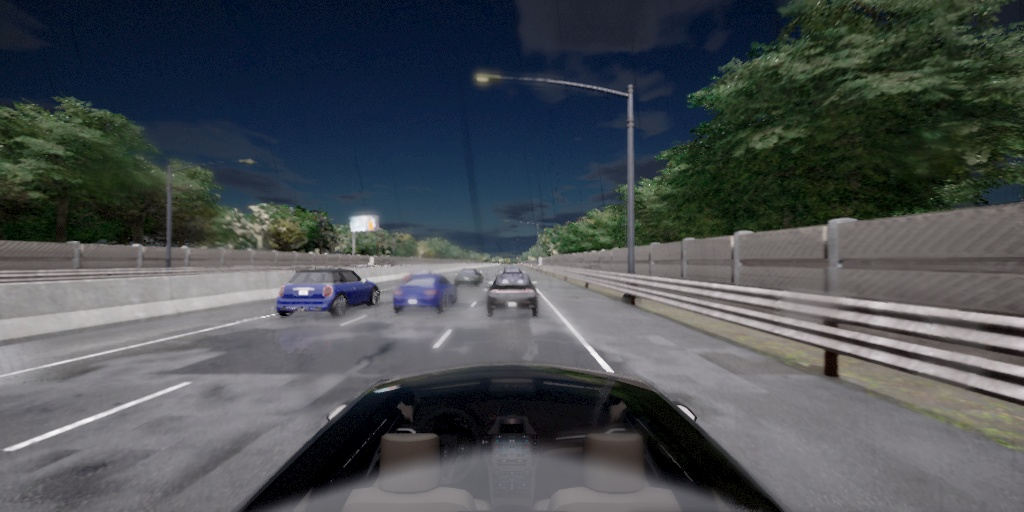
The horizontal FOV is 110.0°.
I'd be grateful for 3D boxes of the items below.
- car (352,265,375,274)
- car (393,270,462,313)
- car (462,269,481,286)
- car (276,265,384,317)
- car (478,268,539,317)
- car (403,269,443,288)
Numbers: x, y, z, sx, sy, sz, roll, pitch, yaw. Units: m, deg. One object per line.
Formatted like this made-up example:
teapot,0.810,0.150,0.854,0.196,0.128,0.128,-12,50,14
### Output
car,-24.535,2.205,59.235,1.994,1.385,4.181,0,-1,1
car,-3.451,1.462,14.857,1.812,1.442,4.674,0,-1,1
car,-3.455,1.720,29.430,1.994,1.385,4.181,0,-1,0
car,-6.959,1.277,14.127,2.097,1.767,4.553,0,-1,1
car,0.042,1.419,14.197,2.128,1.511,4.902,0,-1,1
car,-6.966,1.742,28.575,1.895,1.301,4.718,0,-1,1
